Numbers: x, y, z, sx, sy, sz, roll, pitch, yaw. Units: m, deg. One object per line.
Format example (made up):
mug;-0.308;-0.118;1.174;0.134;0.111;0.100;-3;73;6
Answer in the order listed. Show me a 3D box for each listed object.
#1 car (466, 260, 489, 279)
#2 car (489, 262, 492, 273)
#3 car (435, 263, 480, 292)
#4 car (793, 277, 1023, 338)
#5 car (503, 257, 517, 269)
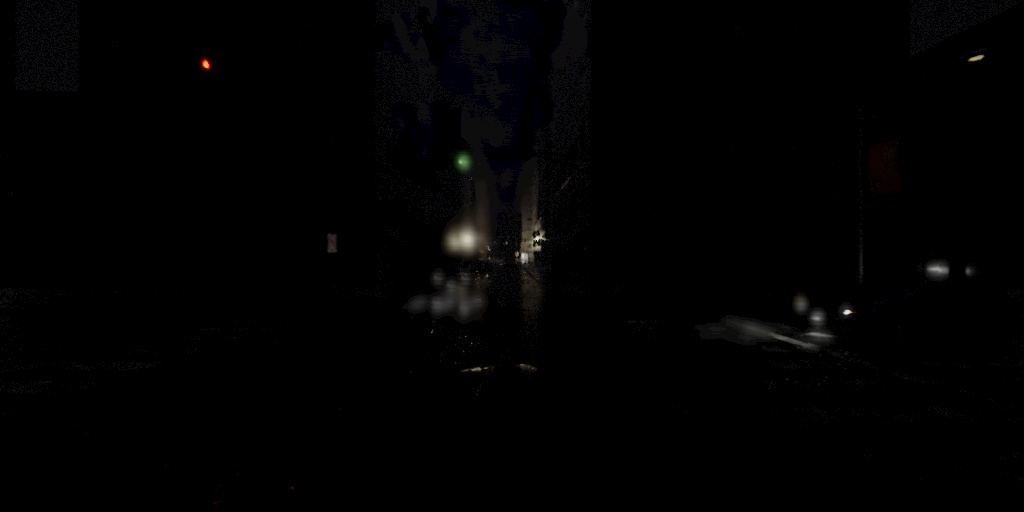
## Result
car;-3.270;1.150;31.271;1.837;1.490;4.892;0;0;-1
car;-3.349;1.159;41.773;2.033;1.411;5.357;0;0;0
car;-3.188;1.278;21.032;1.895;1.301;4.718;0;0;0
car;10.729;1.279;9.507;5.357;1.411;2.033;0;0;-1
car;-0.257;1.156;53.104;1.994;1.385;4.181;0;0;0
